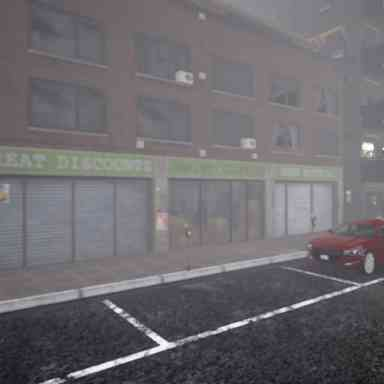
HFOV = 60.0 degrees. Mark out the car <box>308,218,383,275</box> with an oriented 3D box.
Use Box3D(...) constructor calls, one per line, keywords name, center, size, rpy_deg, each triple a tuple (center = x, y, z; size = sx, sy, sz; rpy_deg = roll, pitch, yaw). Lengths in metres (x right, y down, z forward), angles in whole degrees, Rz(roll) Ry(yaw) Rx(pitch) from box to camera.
Box3D(name="car", center=(5.490, 1.556, 10.488), size=(4.507, 1.381, 1.887), rpy_deg=(0, -1, -36))
